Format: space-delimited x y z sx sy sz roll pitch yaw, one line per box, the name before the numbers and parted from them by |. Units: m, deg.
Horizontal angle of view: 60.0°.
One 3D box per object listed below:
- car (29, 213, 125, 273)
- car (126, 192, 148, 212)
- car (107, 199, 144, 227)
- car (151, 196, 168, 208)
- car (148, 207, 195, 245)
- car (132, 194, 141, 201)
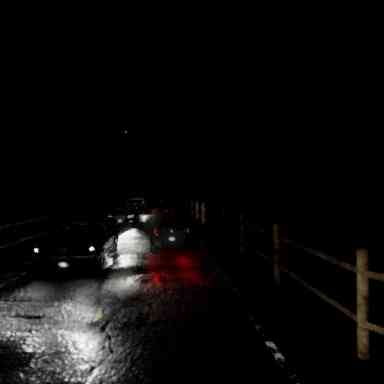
car | -3.581 1.618 11.013 1.895 1.301 4.718 -1 0 -5
car | -6.313 1.032 38.137 2.150 2.045 5.566 -1 0 -8
car | -4.642 1.498 22.774 2.128 1.511 4.902 -1 0 -6
car | -4.445 1.330 45.201 2.097 1.767 4.553 -1 0 -8
car | -0.997 1.581 15.527 1.895 1.301 4.718 -1 0 -5
car | -12.985 1.284 77.315 1.882 1.535 5.008 -1 0 -12
